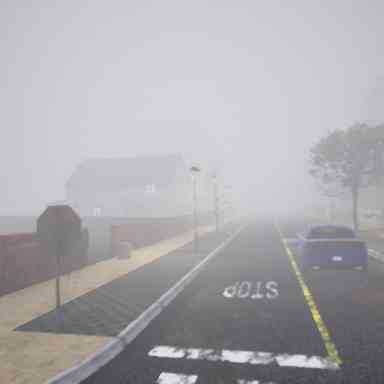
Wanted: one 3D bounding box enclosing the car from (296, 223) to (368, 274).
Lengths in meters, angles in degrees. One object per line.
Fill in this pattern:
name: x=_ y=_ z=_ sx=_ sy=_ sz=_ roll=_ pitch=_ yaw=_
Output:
car: x=4.888 y=1.861 z=12.044 sx=1.882 sy=1.535 sz=5.008 roll=-2 pitch=-3 yaw=16
